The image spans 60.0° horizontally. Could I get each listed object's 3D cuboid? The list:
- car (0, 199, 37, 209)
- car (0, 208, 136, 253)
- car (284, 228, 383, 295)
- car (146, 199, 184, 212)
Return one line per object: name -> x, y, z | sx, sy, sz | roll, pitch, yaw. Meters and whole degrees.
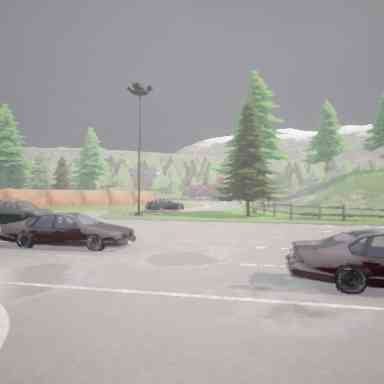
car -> -11.392, 1.348, 22.024 | 4.553, 1.767, 2.097 | 0, 0, 12
car -> -5.064, 1.558, 13.590 | 5.357, 1.411, 2.033 | 0, 0, 12
car -> 5.012, 1.609, 7.962 | 5.357, 1.411, 2.033 | 0, 0, 12
car -> -3.149, 1.608, 39.724 | 4.902, 1.511, 2.128 | 1, 0, -41
